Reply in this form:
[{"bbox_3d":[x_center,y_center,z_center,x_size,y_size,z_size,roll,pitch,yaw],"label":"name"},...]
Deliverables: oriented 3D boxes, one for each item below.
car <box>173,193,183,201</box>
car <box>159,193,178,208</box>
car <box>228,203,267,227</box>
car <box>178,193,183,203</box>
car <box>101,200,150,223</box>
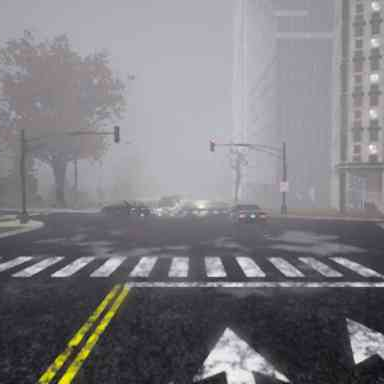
[{"bbox_3d":[-3.018,1.053,73.730,1.882,1.535,5.008,0,0,0],"label":"car"},{"bbox_3d":[-3.199,1.246,42.975,1.882,1.535,5.008,0,0,0],"label":"car"},{"bbox_3d":[3.448,1.423,21.407,2.033,1.411,5.357,0,0,0],"label":"car"},{"bbox_3d":[-3.109,1.176,58.621,1.882,1.535,5.008,0,0,1],"label":"car"},{"bbox_3d":[-4.975,1.329,24.497,2.128,1.511,4.902,0,1,-41],"label":"car"}]
